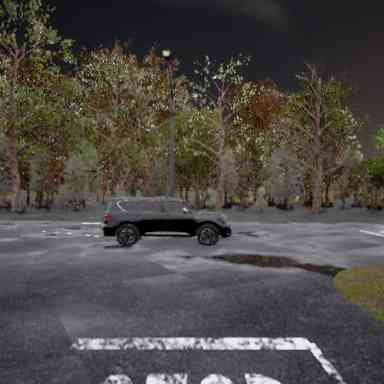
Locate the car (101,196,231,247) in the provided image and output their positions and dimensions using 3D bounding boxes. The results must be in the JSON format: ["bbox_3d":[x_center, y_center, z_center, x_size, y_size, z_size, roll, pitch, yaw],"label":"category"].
[{"bbox_3d":[-1.101,1.218,14.587,5.566,2.045,2.150,0,0,0],"label":"car"}]
